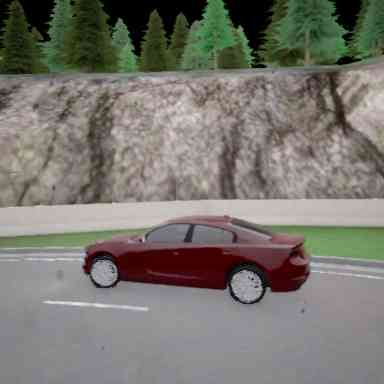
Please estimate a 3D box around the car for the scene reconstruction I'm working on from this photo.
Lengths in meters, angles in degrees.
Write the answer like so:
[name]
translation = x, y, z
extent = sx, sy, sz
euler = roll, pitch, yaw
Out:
[car]
translation = -0.051, 1.257, 7.338
extent = 5.008, 1.535, 1.882
euler = 0, 1, 20
